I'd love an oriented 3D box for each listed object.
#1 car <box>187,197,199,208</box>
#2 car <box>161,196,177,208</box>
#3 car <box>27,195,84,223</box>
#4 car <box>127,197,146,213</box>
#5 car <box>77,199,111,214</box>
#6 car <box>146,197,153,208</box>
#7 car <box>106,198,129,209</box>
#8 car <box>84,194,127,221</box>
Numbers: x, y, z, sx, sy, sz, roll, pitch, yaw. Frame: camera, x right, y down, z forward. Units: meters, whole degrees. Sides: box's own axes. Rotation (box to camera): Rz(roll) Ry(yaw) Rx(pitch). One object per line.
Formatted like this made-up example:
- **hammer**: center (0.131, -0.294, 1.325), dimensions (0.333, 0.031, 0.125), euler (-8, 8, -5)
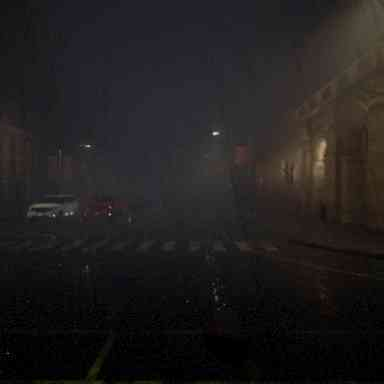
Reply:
- **car**: center (0.165, 1.500, 49.706), dimensions (2.128, 1.511, 4.902), euler (0, 0, 1)
- **car**: center (-3.335, 1.361, 49.710), dimensions (2.097, 1.767, 4.553), euler (0, 0, 1)
- **car**: center (-10.599, 1.226, 25.893), dimensions (2.150, 2.045, 5.566), euler (0, 0, 0)
- **car**: center (-6.988, 1.498, 37.459), dimensions (2.128, 1.511, 4.902), euler (0, 0, 1)
- **car**: center (-10.510, 1.553, 36.127), dimensions (2.033, 1.411, 5.357), euler (0, 0, 1)
- **car**: center (-6.854, 1.486, 47.869), dimensions (1.882, 1.535, 5.008), euler (0, 0, 1)
- **car**: center (-10.368, 1.555, 46.570), dimensions (2.033, 1.411, 5.357), euler (0, 0, 1)
- **car**: center (-7.102, 1.226, 27.332), dimensions (2.150, 2.045, 5.566), euler (0, 0, -2)
